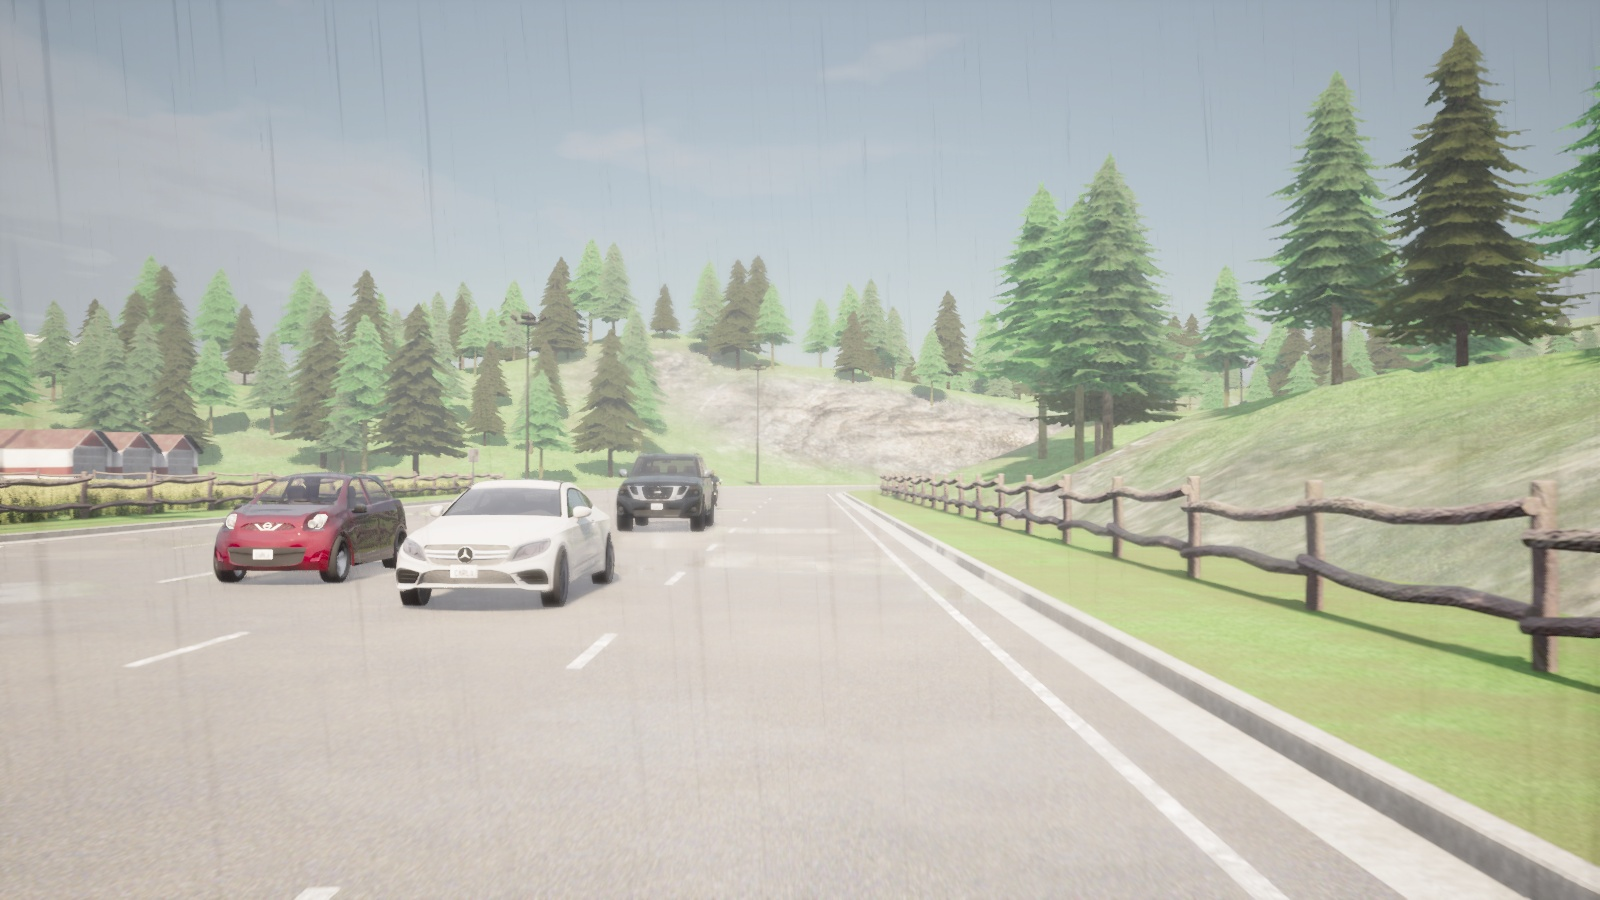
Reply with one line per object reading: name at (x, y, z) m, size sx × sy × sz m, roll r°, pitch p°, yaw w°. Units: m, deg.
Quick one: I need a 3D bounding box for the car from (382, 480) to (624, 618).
car at (-3.527, 1.120, 15.855) m, size 1.812 × 1.442 × 4.674 m, roll 0°, pitch -1°, yaw 2°

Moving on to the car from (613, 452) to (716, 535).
car at (-3.507, 1.111, 33.636) m, size 2.150 × 2.045 × 5.566 m, roll 0°, pitch -1°, yaw 0°

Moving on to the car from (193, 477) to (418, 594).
car at (-7.037, 1.163, 18.295) m, size 1.845 × 1.501 × 3.633 m, roll 0°, pitch -1°, yaw 0°
